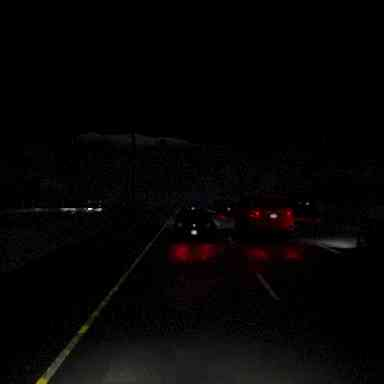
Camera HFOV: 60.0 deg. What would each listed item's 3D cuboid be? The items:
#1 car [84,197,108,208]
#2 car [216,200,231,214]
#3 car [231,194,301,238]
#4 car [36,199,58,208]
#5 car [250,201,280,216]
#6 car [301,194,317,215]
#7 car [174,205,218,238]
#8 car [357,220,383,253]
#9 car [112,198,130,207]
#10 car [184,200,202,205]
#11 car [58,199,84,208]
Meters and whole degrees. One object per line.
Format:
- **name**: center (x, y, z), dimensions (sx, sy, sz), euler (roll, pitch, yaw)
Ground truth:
- **car**: center (-14.059, 1.491, 49.891), dimensions (2.097, 1.767, 4.553), euler (0, -1, 0)
- **car**: center (3.609, 1.520, 35.029), dimensions (1.812, 1.442, 4.674), euler (0, 0, 0)
- **car**: center (3.604, 1.157, 17.362), dimensions (2.150, 2.045, 5.566), euler (0, 0, 0)
- **car**: center (-21.056, 1.727, 48.814), dimensions (1.895, 1.301, 4.718), euler (0, -1, 0)
- **car**: center (7.107, 1.582, 32.855), dimensions (1.895, 1.301, 4.718), euler (0, 0, 0)
- **car**: center (10.607, 1.204, 33.217), dimensions (2.150, 2.045, 5.566), euler (0, 0, 0)
- **car**: center (0.104, 1.536, 17.286), dimensions (1.895, 1.301, 4.718), euler (0, 0, 0)
- **car**: center (7.101, 1.451, 10.535), dimensions (1.837, 1.490, 4.892), euler (0, 0, 0)
- **car**: center (-10.560, 1.616, 49.766), dimensions (1.882, 1.535, 5.008), euler (0, -1, 0)
- **car**: center (0.108, 1.520, 35.023), dimensions (1.812, 1.442, 4.674), euler (0, 0, 0)
- **car**: center (-17.555, 1.685, 49.661), dimensions (2.033, 1.411, 5.357), euler (0, -1, 0)
